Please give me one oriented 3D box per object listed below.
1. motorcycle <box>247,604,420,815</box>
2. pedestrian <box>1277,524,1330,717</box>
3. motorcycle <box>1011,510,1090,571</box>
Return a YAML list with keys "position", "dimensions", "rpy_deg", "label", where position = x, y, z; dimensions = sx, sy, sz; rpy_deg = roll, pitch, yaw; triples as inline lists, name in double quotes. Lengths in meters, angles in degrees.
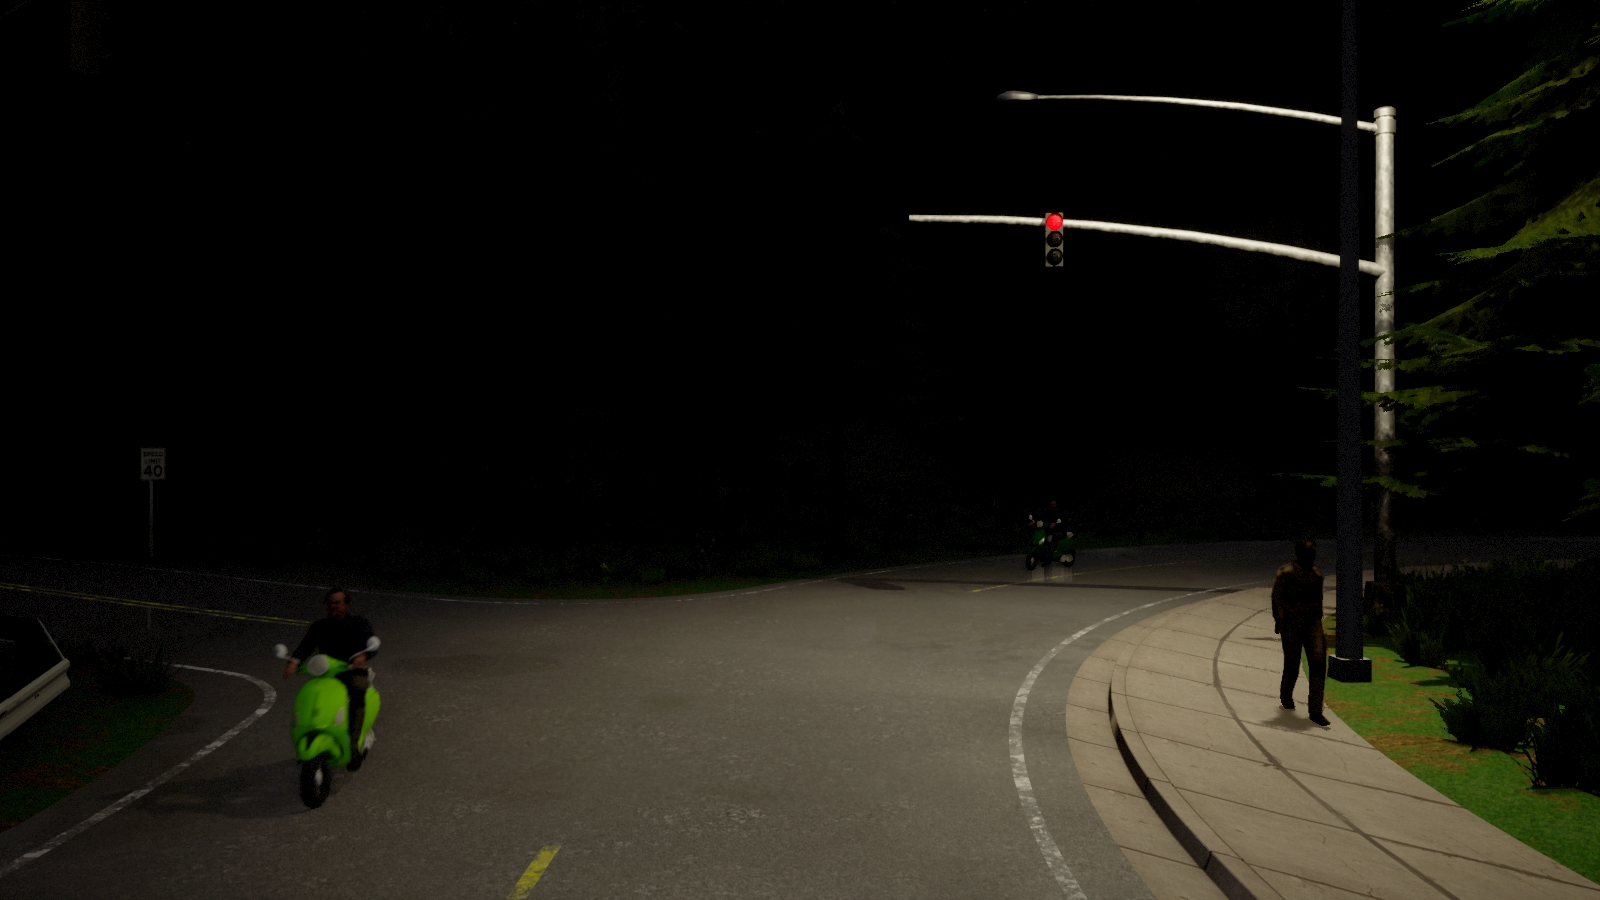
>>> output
- position: [-3.881, 2.115, 9.684]
  dimensions: [0.856, 1.316, 1.805]
  rpy_deg: [-2, 1, -7]
  label: "motorcycle"
- position: [4.979, 1.671, 11.307]
  dimensions: [0.375, 1.860, 0.375]
  rpy_deg: [0, 0, 2]
  label: "pedestrian"
- position: [5.937, 2.115, 27.011]
  dimensions: [1.805, 1.316, 0.856]
  rpy_deg: [0, 0, -37]
  label: "motorcycle"
